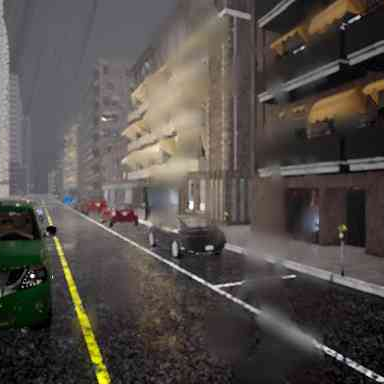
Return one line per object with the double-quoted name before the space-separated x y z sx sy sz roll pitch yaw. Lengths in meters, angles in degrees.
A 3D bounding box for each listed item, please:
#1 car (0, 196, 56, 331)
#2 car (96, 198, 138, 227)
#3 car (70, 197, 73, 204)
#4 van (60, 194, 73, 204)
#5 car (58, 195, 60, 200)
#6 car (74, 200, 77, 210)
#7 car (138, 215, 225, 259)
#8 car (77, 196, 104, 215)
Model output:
"car" -4.068 1.218 6.727 2.150 2.045 5.566 0 0 -25
"car" -5.047 1.423 22.810 1.967 1.590 4.097 0 0 -25
"car" -14.433 1.558 43.363 1.802 1.307 4.206 0 0 -25
"van" -23.820 1.322 63.914 1.690 1.788 3.998 0 0 -25
"car" -26.166 1.549 69.053 1.947 1.339 4.313 0 0 -25
"car" -12.087 1.560 38.225 1.802 1.307 4.206 0 0 -25
"car" -0.353 1.537 12.535 2.008 1.369 4.403 0 0 -25
"car" -9.740 1.295 33.087 2.192 1.841 5.009 0 0 -25
